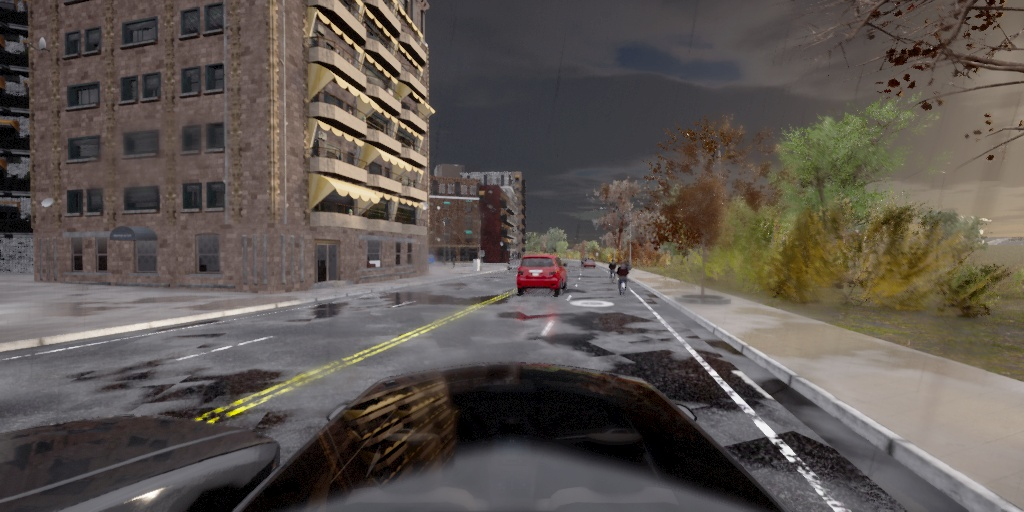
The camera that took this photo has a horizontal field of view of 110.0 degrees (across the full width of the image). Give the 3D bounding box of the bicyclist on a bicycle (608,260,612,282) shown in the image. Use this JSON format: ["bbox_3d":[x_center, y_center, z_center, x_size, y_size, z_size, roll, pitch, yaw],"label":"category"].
[{"bbox_3d":[7.379,1.113,26.326,0.659,1.776,1.843,0,0,12],"label":"bicyclist on a bicycle"}]

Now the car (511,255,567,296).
[{"bbox_3d":[1.731,0.967,19.612,2.150,2.045,5.566,0,0,13],"label":"car"}]

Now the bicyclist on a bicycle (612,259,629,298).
[{"bbox_3d":[5.385,1.115,17.472,0.659,1.776,1.843,0,0,13],"label":"bicyclist on a bicycle"}]

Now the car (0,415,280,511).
[{"bbox_3d":[-3.016,1.298,0.242,2.033,1.411,5.357,0,0,14],"label":"car"}]

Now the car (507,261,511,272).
[{"bbox_3d":[0.575,1.232,46.553,2.128,1.511,4.902,0,0,11],"label":"car"}]

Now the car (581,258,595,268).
[{"bbox_3d":[13.454,1.283,62.453,1.994,1.385,4.181,0,0,10],"label":"car"}]
